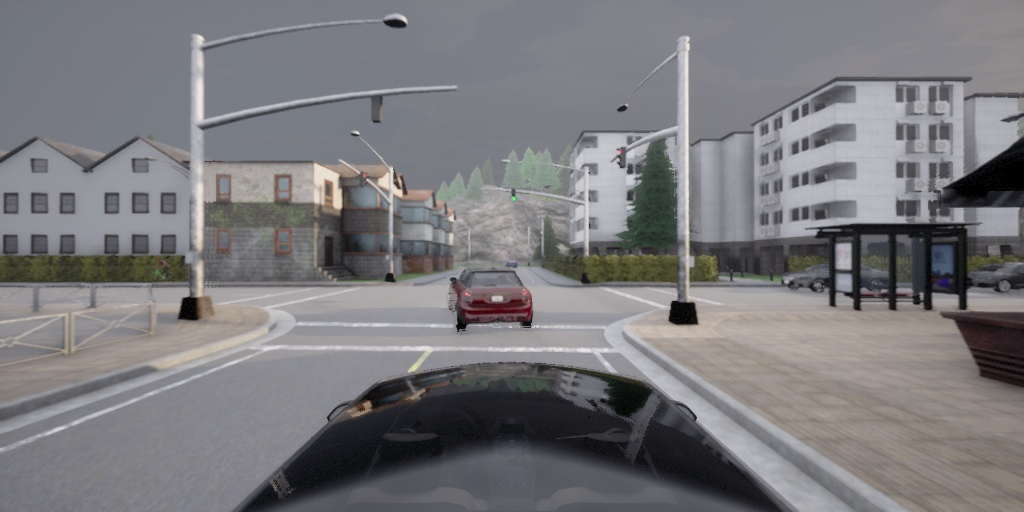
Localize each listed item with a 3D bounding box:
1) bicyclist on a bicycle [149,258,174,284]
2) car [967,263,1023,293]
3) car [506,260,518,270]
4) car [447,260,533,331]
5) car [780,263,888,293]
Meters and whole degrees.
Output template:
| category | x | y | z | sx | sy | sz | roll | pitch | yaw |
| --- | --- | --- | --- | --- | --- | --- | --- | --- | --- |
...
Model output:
| category | x | y | z | sx | sy | sz | roll | pitch | yaw |
| --- | --- | --- | --- | --- | --- | --- | --- | --- | --- |
| bicyclist on a bicycle | -22.334 | 0.932 | 22.885 | 0.582 | 1.620 | 1.656 | 0 | 0 | 0 |
| car | 26.305 | 1.128 | 18.977 | 4.892 | 1.490 | 1.837 | 0 | 0 | 0 |
| car | -0.026 | 1.390 | 59.622 | 1.882 | 1.535 | 5.008 | 0 | 0 | -3 |
| car | -0.865 | 1.079 | 11.416 | 2.097 | 1.767 | 4.553 | 0 | 1 | -13 |
| car | 17.003 | 1.115 | 19.006 | 4.902 | 1.511 | 2.128 | 0 | 0 | 0 |
